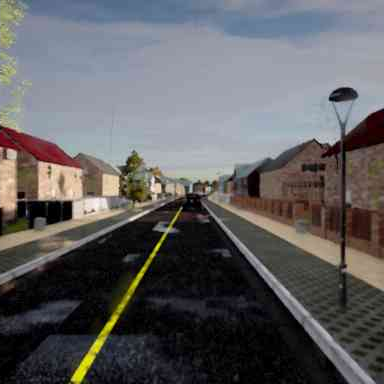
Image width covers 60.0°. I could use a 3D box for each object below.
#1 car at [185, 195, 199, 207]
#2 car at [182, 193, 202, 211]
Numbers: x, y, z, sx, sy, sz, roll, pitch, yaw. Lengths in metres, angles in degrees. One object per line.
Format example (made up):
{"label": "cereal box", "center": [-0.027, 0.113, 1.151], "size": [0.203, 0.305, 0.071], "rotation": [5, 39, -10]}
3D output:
{"label": "car", "center": [-0.016, 1.326, 49.779], "size": [1.882, 1.535, 5.008], "rotation": [0, 0, 0]}
{"label": "car", "center": [-0.013, 1.105, 38.868], "size": [2.150, 2.045, 5.566], "rotation": [0, 0, 0]}
